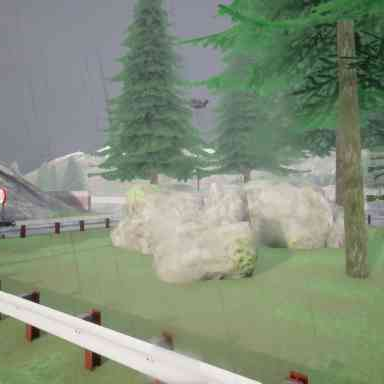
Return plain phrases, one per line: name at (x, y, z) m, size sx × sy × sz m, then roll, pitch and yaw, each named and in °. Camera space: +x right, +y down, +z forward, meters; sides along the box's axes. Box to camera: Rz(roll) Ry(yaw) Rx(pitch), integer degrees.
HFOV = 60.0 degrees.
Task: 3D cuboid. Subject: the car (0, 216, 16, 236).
car at (-10.798, 1.358, 15.628) m, size 5.357 × 1.411 × 2.033 m, roll 0°, pitch 0°, yaw 23°
